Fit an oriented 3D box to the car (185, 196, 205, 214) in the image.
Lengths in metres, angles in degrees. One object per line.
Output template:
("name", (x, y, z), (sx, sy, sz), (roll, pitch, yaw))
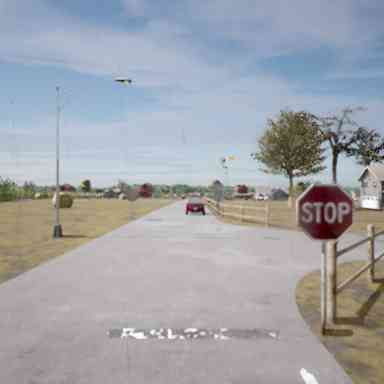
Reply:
("car", (0.336, 1.462, 34.516), (1.882, 1.535, 5.008), (0, 0, 0))
